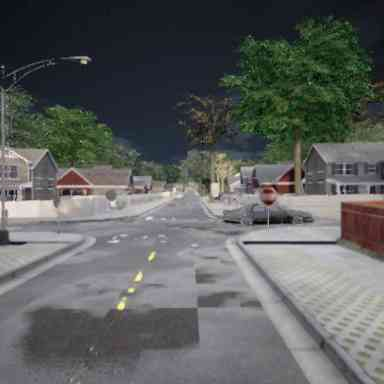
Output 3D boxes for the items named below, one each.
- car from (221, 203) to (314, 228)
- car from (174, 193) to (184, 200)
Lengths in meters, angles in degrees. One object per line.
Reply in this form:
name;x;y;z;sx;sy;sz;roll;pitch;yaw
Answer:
car;4.476;1.383;20.195;5.357;1.411;2.033;-1;1;-1
car;-2.726;0.904;69.510;1.895;1.301;4.718;0;0;0
